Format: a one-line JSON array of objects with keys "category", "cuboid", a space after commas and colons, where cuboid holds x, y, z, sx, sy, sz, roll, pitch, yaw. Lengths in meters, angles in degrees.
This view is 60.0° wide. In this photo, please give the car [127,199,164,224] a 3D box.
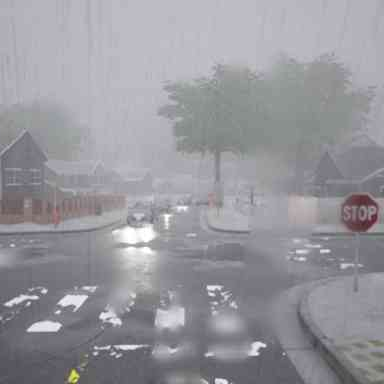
[{"category": "car", "cuboid": [-3.533, 1.484, 24.550, 2.128, 1.511, 4.902, 0, 0, 0]}]

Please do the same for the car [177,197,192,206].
[{"category": "car", "cuboid": [-1.228, 1.508, 54.581, 2.128, 1.511, 4.902, 0, 0, 9]}]

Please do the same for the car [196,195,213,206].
[{"category": "car", "cuboid": [1.896, 1.599, 56.640, 1.994, 1.385, 4.181, 0, 0, 10]}]

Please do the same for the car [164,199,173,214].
[{"category": "car", "cuboid": [-3.201, 1.504, 35.920, 1.837, 1.490, 4.892, 0, 0, 4]}]

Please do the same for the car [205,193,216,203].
[{"category": "car", "cuboid": [3.762, 1.251, 66.407, 2.150, 2.045, 5.566, 1, 0, 13]}]
